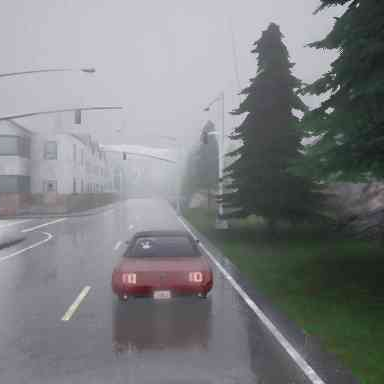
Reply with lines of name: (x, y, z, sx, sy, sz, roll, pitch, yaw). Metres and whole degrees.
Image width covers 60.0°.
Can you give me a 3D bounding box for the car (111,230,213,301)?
car: (-0.726, 1.601, 8.317, 1.895, 1.301, 4.718, 0, 0, -5)
